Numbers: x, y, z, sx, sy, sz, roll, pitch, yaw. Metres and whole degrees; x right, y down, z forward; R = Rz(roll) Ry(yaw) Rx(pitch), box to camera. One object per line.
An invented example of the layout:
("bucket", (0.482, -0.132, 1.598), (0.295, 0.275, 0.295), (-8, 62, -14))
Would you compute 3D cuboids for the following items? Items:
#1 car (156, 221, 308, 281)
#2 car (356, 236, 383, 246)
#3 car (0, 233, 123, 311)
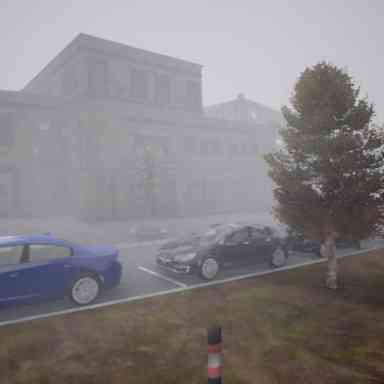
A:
("car", (1.196, 1.718, 10.788), (4.892, 1.521, 2.231), (1, 0, -35))
("car", (10.565, 1.802, 18.192), (4.674, 1.452, 2.002), (0, 0, -40))
("car", (-4.002, 1.697, 7.179), (5.008, 1.535, 2.097), (1, 0, -34))
